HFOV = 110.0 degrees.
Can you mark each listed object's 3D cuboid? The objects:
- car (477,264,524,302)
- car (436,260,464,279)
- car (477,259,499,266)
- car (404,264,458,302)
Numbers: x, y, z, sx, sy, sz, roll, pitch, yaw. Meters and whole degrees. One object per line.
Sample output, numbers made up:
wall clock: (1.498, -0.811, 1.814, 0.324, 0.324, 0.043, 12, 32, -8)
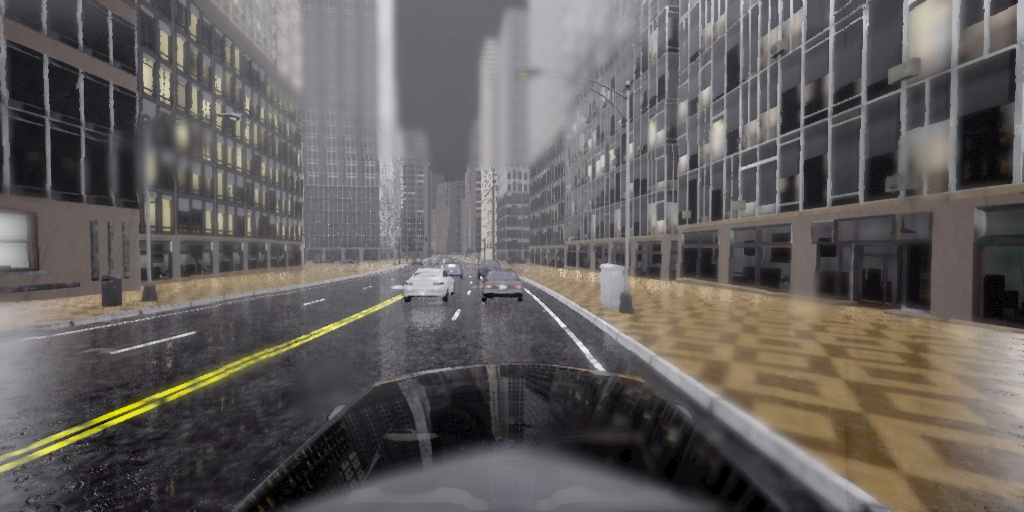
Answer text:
car: (-0.520, 1.300, 16.972, 2.033, 1.411, 5.357, 0, 0, -4)
car: (-5.279, 1.290, 31.786, 2.033, 1.411, 5.357, 0, 0, -8)
car: (-2.055, 1.085, 32.189, 2.097, 1.767, 4.553, 0, 0, -8)
car: (-3.763, 1.274, 16.755, 1.812, 1.442, 4.674, 0, 0, -4)
